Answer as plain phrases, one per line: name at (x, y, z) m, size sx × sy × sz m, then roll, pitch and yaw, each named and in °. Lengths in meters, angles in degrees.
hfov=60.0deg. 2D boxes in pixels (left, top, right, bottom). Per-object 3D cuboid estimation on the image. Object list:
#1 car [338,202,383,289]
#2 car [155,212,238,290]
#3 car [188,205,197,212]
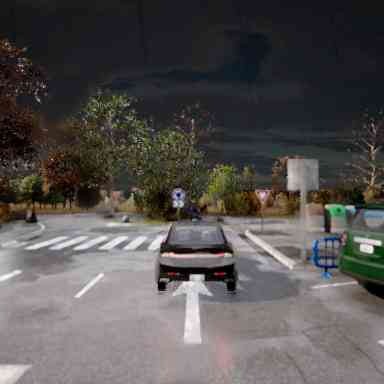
car at (6.024, 1.274, 7.592) m, size 5.566 × 2.045 × 2.435 m, roll 1°, pitch -1°, yaw -20°
car at (0.097, 1.539, 9.193) m, size 2.128 × 1.511 × 4.902 m, roll 0°, pitch 0°, yaw 0°
car at (-1.907, 1.908, 38.222) m, size 5.008 × 1.535 × 1.882 m, roll 2°, pitch 0°, yaw 14°
